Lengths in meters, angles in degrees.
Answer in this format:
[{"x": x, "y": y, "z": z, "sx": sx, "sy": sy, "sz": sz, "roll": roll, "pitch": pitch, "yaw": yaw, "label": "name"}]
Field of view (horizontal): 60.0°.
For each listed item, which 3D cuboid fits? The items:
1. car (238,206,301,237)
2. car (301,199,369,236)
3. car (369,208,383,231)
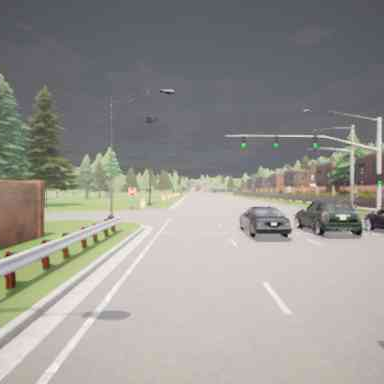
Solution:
[{"x": 3.626, "y": 1.443, "z": 17.231, "sx": 2.033, "sy": 1.411, "sz": 5.357, "roll": 0, "pitch": 0, "yaw": 0, "label": "car"}, {"x": 7.128, "y": 1.246, "z": 17.821, "sx": 2.097, "sy": 1.767, "sz": 4.553, "roll": 0, "pitch": 0, "yaw": 0, "label": "car"}, {"x": 10.627, "y": 1.412, "z": 16.864, "sx": 1.837, "sy": 1.490, "sz": 4.892, "roll": 0, "pitch": 1, "yaw": 0, "label": "car"}]
